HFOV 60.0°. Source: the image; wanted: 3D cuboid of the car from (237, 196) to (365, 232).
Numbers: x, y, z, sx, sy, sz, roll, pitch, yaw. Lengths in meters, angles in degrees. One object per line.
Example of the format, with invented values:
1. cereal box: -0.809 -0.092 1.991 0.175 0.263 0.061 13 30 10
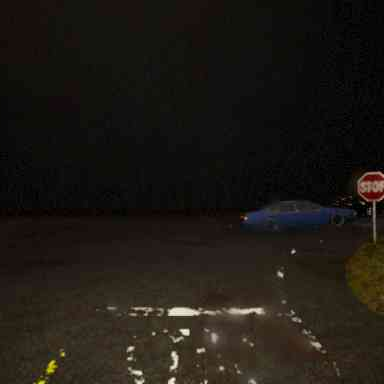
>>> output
1. car: 4.845 1.056 15.760 5.357 1.411 2.033 -4 0 -1

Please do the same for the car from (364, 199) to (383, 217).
1. car: 10.434 1.070 22.874 4.892 1.490 1.837 -2 -2 -1
